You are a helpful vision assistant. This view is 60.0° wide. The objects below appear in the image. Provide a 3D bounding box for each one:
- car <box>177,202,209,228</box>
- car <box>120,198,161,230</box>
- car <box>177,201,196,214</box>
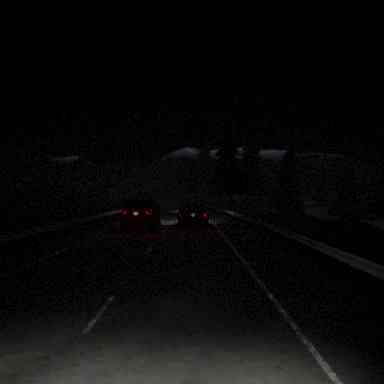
[{"bbox_3d":[0.052,1.571,23.885,2.097,1.767,4.553,0,0,-1],"label":"car"},{"bbox_3d":[-3.432,1.430,22.809,2.150,2.045,5.566,0,-1,-1],"label":"car"},{"bbox_3d":[-0.740,1.928,41.655,2.033,1.411,5.357,0,-1,-4],"label":"car"}]
